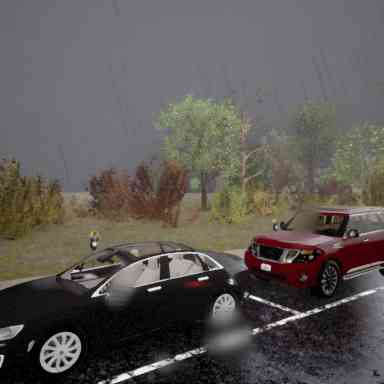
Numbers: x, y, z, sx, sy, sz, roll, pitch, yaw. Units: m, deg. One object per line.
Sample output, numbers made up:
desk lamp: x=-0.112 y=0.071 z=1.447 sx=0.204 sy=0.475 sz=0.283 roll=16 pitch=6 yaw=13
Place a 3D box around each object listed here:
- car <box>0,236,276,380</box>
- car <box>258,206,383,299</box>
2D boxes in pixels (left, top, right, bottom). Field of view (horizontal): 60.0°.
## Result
car: x=-0.952 y=1.551 z=5.406 sx=4.403 sy=1.369 sz=2.008 roll=0 pitch=1 yaw=-35
car: x=3.657 y=1.317 z=8.679 sx=5.009 sy=1.841 sz=2.192 roll=0 pitch=1 yaw=-35
